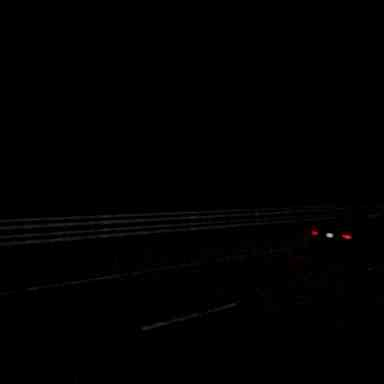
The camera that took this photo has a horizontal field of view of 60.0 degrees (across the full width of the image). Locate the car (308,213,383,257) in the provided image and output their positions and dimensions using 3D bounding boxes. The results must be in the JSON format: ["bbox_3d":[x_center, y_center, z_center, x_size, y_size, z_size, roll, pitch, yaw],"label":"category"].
[{"bbox_3d":[6.779,1.543,12.898,5.357,1.411,2.033,0,0,-35],"label":"car"}]
